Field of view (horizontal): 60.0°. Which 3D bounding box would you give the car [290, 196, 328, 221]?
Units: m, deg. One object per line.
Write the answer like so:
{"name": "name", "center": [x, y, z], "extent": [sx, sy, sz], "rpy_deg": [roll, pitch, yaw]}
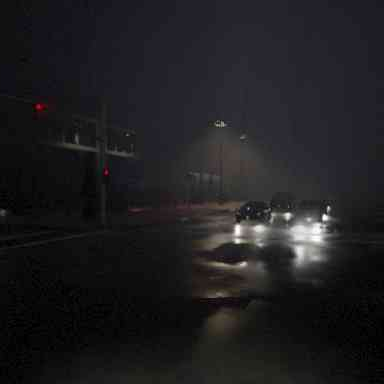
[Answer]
{"name": "car", "center": [9.141, 1.344, 25.757], "extent": [2.128, 1.511, 4.902], "rpy_deg": [0, 0, 23]}

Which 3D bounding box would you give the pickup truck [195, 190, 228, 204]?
{"name": "pickup truck", "center": [2.977, 0.766, 52.861], "extent": [6.274, 2.098, 2.390], "rpy_deg": [0, 0, -36]}

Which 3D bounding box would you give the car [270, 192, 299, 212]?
{"name": "car", "center": [9.884, 1.015, 36.142], "extent": [2.150, 2.045, 5.566], "rpy_deg": [0, 1, 24]}

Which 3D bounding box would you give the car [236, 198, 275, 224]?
{"name": "car", "center": [4.541, 1.391, 23.992], "extent": [1.812, 1.442, 4.674], "rpy_deg": [0, 0, 23]}

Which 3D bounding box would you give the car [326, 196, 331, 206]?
{"name": "car", "center": [13.326, 1.399, 35.281], "extent": [1.895, 1.301, 4.718], "rpy_deg": [0, 0, 24]}

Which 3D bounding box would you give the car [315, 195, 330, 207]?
{"name": "car", "center": [18.904, 1.251, 47.962], "extent": [1.812, 1.442, 4.674], "rpy_deg": [0, 0, 24]}
